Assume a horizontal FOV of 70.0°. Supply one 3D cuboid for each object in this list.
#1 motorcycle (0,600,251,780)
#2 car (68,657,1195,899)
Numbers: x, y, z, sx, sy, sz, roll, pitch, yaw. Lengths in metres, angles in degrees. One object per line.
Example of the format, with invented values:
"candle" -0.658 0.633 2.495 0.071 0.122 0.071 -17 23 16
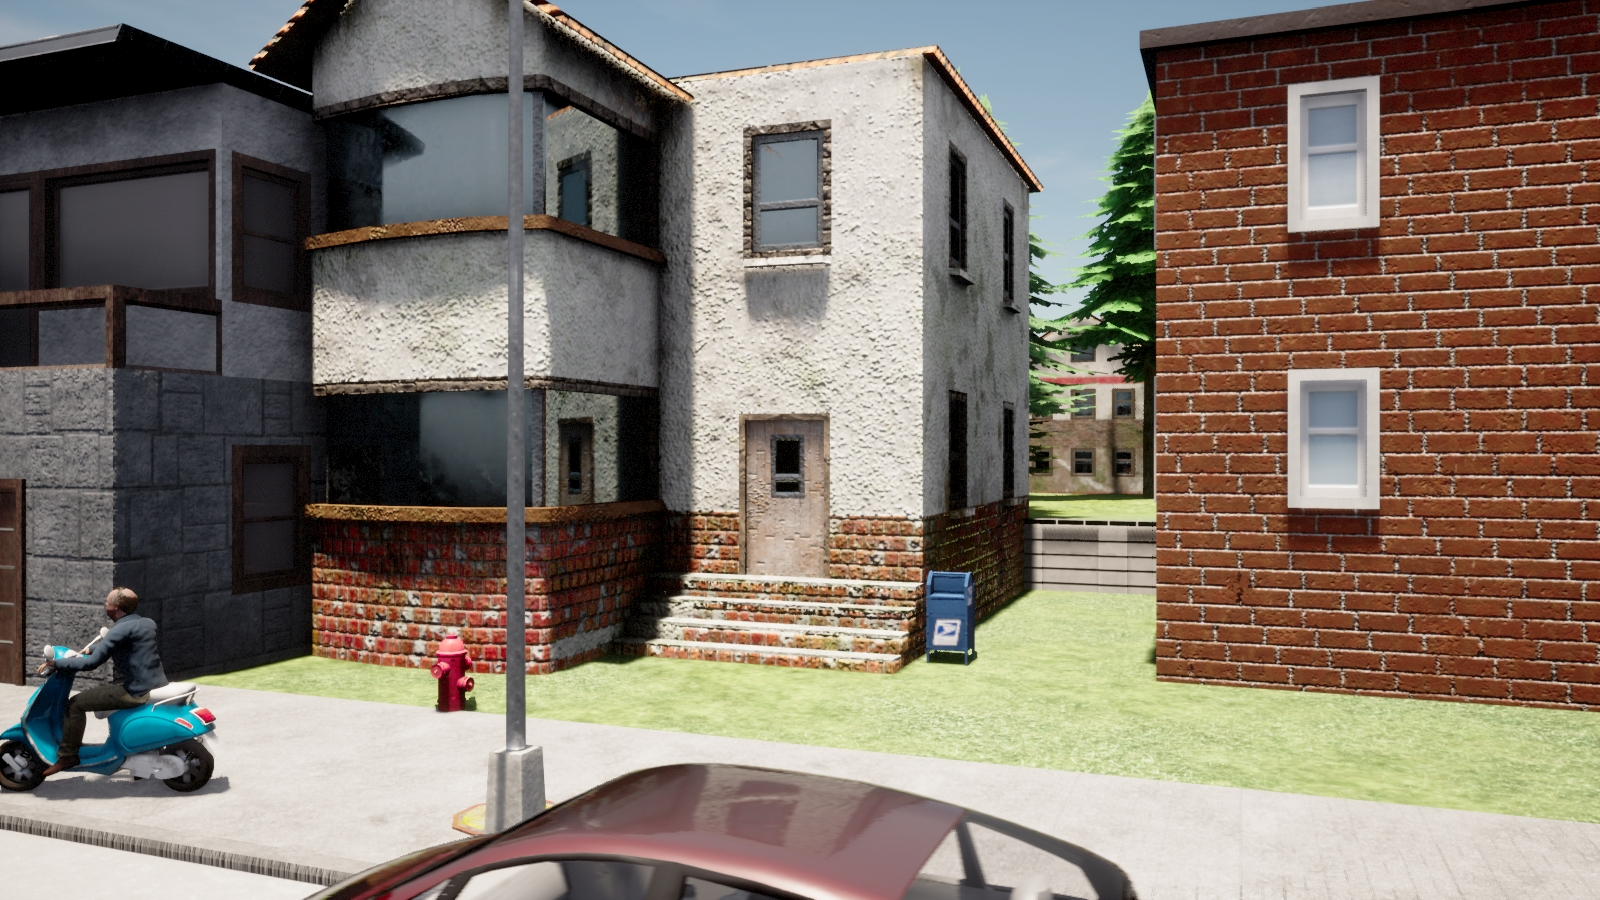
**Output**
"motorcycle" -5.442 1.858 9.019 1.805 1.236 0.856 0 0 1
"car" -0.536 1.805 4.208 3.705 1.549 1.789 0 0 21
